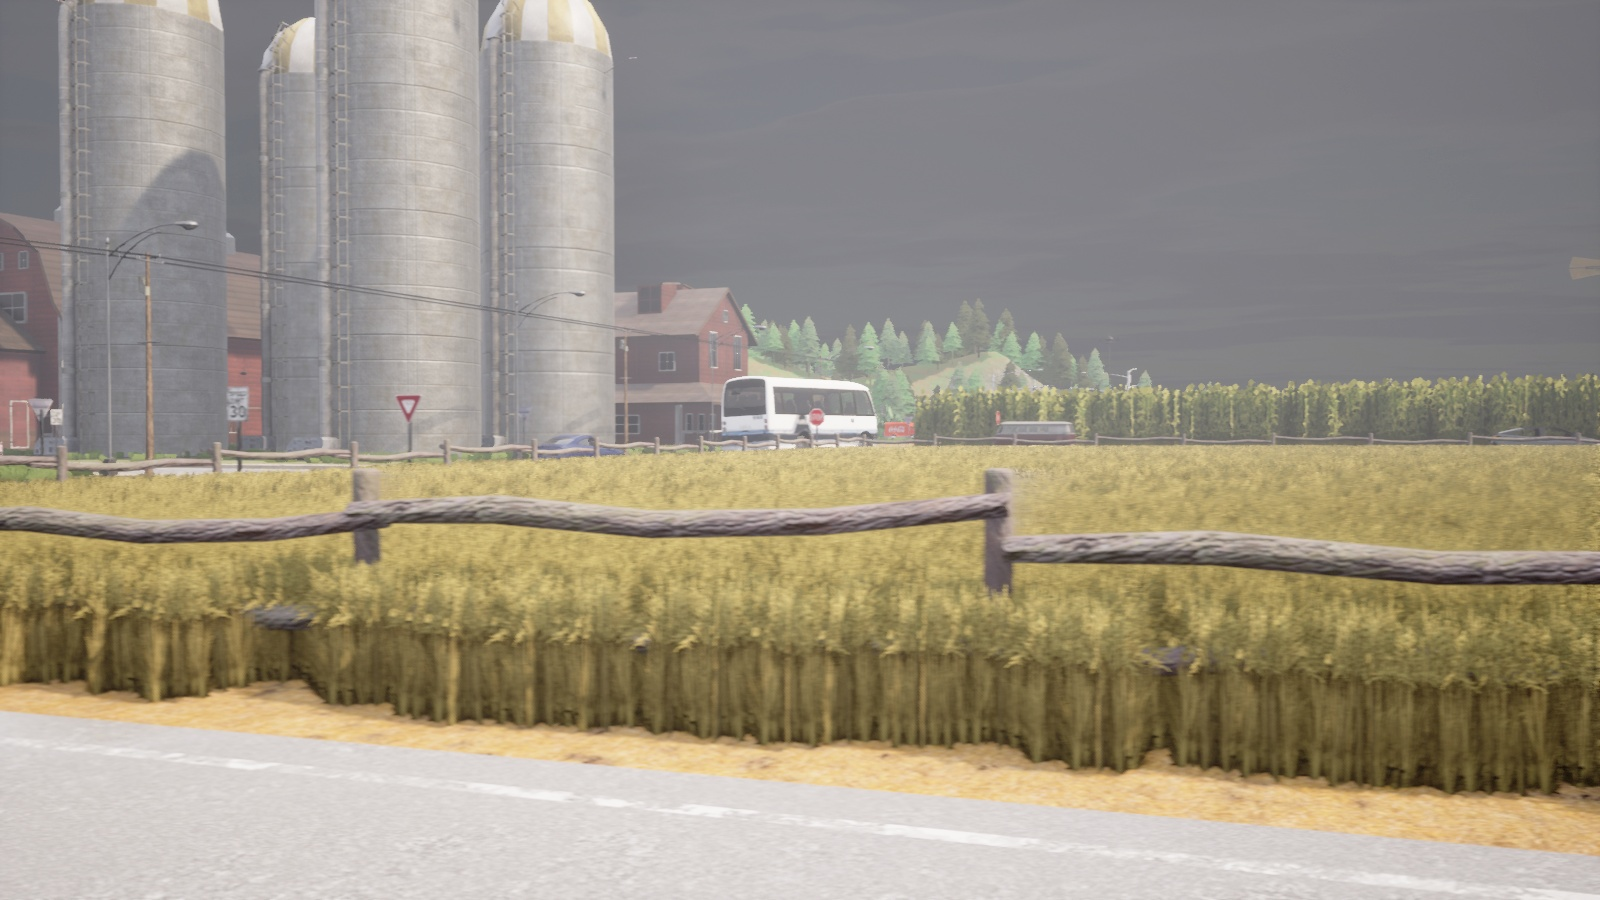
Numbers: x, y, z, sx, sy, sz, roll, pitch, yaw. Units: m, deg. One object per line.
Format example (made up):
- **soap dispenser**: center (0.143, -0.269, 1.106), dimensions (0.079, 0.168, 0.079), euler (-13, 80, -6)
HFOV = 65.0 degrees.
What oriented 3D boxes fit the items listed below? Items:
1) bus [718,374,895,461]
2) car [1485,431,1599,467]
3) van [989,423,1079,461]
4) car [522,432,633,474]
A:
- **bus**: center (0.561, -1.620, 66.944), dimensions (3.944, 4.253, 10.273), euler (-1, 0, 37)
- **car**: center (33.108, -0.068, 55.741), dimensions (4.514, 1.525, 2.007), euler (0, 1, 22)
- **van**: center (12.553, -0.453, 67.382), dimensions (4.442, 1.987, 1.775), euler (1, 1, 22)
- **car**: center (-8.117, 0.082, 46.191), dimensions (1.812, 1.442, 4.674), euler (1, 1, 22)
